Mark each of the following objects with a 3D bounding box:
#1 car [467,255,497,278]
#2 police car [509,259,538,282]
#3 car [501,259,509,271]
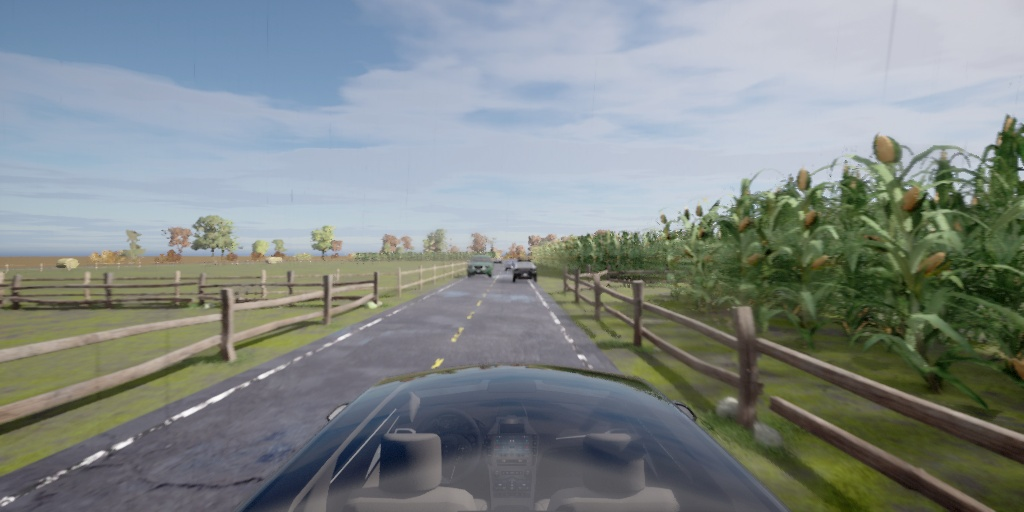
[{"bbox_3d":[-2.847,0.953,33.350,2.150,2.045,5.566,0,0,0],"label":"car"},{"bbox_3d":[0.961,1.160,28.453,1.930,1.638,5.238,0,0,0],"label":"police car"},{"bbox_3d":[0.008,1.274,47.676,2.033,1.411,5.357,0,0,0],"label":"car"}]
